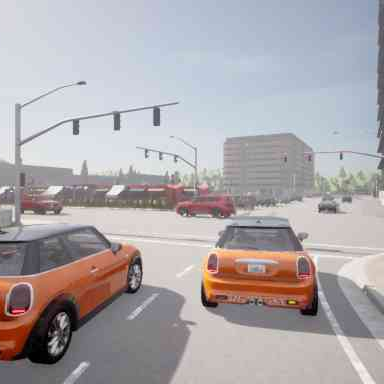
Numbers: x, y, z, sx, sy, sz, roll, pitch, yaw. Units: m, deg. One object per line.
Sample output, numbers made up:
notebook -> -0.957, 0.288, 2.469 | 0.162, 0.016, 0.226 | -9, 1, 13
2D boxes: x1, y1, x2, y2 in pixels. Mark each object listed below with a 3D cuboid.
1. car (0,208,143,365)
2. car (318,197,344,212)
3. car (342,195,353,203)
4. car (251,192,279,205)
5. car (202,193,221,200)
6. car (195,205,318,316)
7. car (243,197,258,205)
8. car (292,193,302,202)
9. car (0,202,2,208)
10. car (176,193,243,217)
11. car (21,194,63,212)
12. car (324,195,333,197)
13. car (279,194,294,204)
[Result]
car -> -2.486, 1.352, 6.145 | 2.097, 1.767, 4.553 | 0, 0, 10
car -> 15.692, 1.600, 37.864 | 1.895, 1.301, 4.718 | 0, 0, 30
car -> 32.330, 1.500, 69.293 | 1.837, 1.490, 4.892 | 0, 0, 28
car -> 11.647, 1.222, 52.523 | 2.150, 2.045, 5.566 | 0, 0, 28
car -> 5.146, 1.208, 86.981 | 4.605, 1.855, 1.932 | 0, 0, 28
car -> 1.631, 1.352, 7.851 | 2.097, 1.767, 4.553 | 0, 0, 14
car -> 6.648, 1.601, 42.977 | 1.895, 1.301, 4.718 | 0, 0, 28
car -> 23.227, 1.219, 74.545 | 2.150, 2.045, 5.566 | 0, 0, 28
car -> -25.241, 1.277, 39.693 | 5.566, 2.045, 2.150 | 0, 0, 28
car -> 1.286, 1.262, 29.801 | 5.566, 2.045, 2.150 | 0, 0, 28
car -> -16.095, 1.277, 34.834 | 5.566, 2.045, 2.150 | 0, 0, 28
car -> 28.621, 1.355, 69.750 | 2.097, 1.767, 4.553 | 0, 0, 28
car -> 17.354, 1.492, 63.373 | 2.128, 1.511, 4.902 | 0, 0, 28
